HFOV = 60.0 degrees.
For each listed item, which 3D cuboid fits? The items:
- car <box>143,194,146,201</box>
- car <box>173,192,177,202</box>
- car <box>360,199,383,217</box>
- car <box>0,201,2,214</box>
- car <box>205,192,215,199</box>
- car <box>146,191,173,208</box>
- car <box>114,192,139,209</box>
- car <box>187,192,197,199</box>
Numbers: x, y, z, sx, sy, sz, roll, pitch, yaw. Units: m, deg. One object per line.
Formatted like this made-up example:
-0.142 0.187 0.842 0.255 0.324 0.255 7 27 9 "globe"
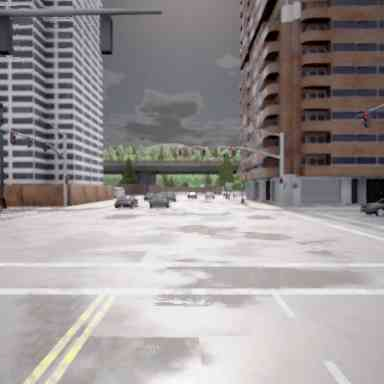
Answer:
-6.997 0.843 56.276 1.994 1.385 4.181 0 1 1 "car"
-3.533 0.684 52.126 2.097 1.767 4.553 0 1 0 "car"
16.032 1.163 26.542 4.892 1.490 1.837 0 1 0 "car"
-16.376 0.922 23.321 5.566 2.045 2.150 0 1 1 "car"
3.545 0.672 66.585 1.812 1.442 4.674 0 1 0 "car"
-3.563 0.872 37.390 2.097 1.767 4.553 0 1 0 "car"
-7.132 1.076 36.714 2.033 1.411 5.357 0 1 1 "car"
0.045 0.710 66.587 1.994 1.385 4.181 0 1 0 "car"
